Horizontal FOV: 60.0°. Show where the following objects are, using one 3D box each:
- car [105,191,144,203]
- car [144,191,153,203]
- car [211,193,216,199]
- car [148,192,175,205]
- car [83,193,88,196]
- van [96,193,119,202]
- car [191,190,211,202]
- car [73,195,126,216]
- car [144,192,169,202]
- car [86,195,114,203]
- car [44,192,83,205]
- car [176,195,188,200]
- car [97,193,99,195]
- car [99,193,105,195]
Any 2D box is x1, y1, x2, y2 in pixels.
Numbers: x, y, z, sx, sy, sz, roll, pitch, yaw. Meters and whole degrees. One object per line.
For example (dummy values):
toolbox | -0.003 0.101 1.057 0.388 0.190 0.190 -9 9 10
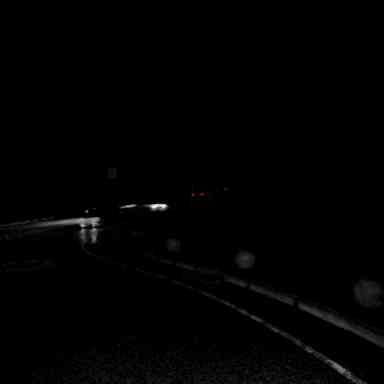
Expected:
car | -10.120 0.925 50.231 4.553 1.767 2.185 -1 0 12
car | -9.460 1.054 53.194 5.008 1.535 2.097 -1 0 12
car | 3.674 0.962 68.597 1.882 1.535 5.008 -1 -1 13
car | -4.321 1.077 48.002 1.994 1.385 4.181 -1 0 13
car | -21.071 1.302 57.509 4.892 1.521 2.231 -1 0 12
van | -18.006 1.198 71.136 4.442 1.987 1.878 -1 -1 12
car | 1.405 0.654 58.457 2.150 2.045 5.566 -1 -1 13
car | -8.280 1.321 30.268 2.128 1.511 4.902 -1 1 13
car | -6.924 1.007 65.073 4.553 1.767 2.185 -1 -1 12
car | -18.893 1.387 68.466 5.366 1.575 1.946 -1 -1 12
car | -21.610 1.045 54.895 5.566 2.045 2.435 -1 0 12
car | -0.867 0.683 63.207 2.033 1.411 5.357 -1 -1 13
car | -20.472 1.057 60.238 5.566 2.045 2.435 -1 0 12
car | -19.460 1.356 65.867 5.366 1.575 1.946 -1 -1 12
